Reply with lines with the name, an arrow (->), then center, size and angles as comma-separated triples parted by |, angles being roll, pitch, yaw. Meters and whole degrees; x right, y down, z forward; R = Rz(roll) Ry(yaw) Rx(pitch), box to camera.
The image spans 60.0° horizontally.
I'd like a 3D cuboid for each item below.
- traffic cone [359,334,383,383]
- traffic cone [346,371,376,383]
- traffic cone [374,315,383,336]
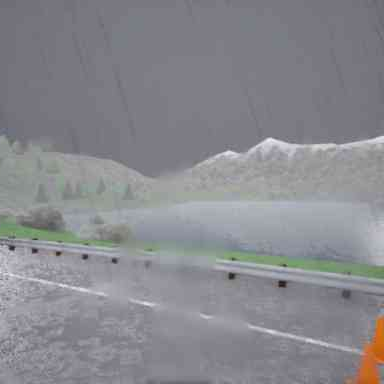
traffic cone -> 2.007, 1.995, 3.791 | 0.340, 0.580, 0.340 | -1, -1, 36
traffic cone -> 1.413, 1.987, 2.986 | 0.340, 0.580, 0.340 | -1, -1, 36
traffic cone -> 2.600, 2.002, 4.596 | 0.340, 0.580, 0.340 | -1, -1, 36
